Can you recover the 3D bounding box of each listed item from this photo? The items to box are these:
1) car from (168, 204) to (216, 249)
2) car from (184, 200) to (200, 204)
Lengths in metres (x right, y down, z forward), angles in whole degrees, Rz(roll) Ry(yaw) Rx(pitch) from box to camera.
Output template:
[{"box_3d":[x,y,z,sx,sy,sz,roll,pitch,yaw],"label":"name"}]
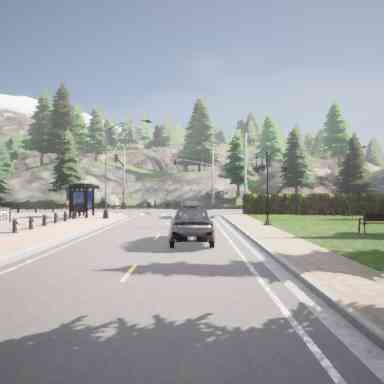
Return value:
[{"box_3d":[0.000,1.494,14.650,2.128,1.511,4.902,0,0,0],"label":"car"},{"box_3d":[0.000,1.484,29.650,1.882,1.535,5.008,0,0,0],"label":"car"}]
